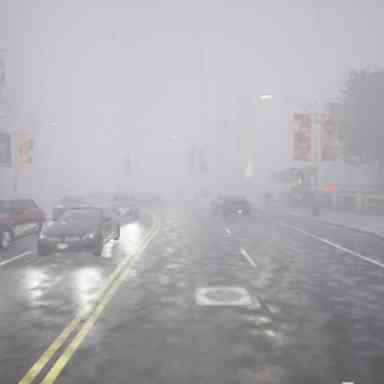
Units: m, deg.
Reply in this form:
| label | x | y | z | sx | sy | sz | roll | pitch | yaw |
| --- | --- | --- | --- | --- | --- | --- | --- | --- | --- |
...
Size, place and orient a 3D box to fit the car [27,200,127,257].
| label | x | y | z | sx | sy | sz | roll | pitch | yaw |
| --- | --- | --- | --- | --- | --- | --- | --- | --- | --- |
| car | -3.721 | 1.215 | 11.725 | 1.812 | 1.442 | 4.674 | 0 | 1 | -1 |

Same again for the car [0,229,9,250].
| label | x | y | z | sx | sy | sz | roll | pitch | yaw |
| --- | --- | --- | --- | --- | --- | --- | --- | --- | --- |
| car | -3.615 | 1.412 | 2.369 | 1.882 | 1.535 | 5.008 | 0 | 1 | -2 |

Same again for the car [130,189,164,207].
| label | x | y | z | sx | sy | sz | roll | pitch | yaw |
| --- | --- | --- | --- | --- | --- | --- | --- | --- | --- |
| car | -4.406 | 0.643 | 33.560 | 1.812 | 1.442 | 4.674 | -1 | 2 | -29 |

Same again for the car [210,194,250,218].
| label | x | y | z | sx | sy | sz | roll | pitch | yaw |
| --- | --- | --- | --- | --- | --- | --- | --- | --- | --- |
| car | 2.566 | 0.896 | 23.111 | 1.837 | 1.490 | 4.892 | 0 | 1 | -10 |

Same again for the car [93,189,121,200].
| label | x | y | z | sx | sy | sz | roll | pitch | yaw |
| --- | --- | --- | --- | --- | --- | --- | --- | --- | --- |
| car | -11.831 | 0.450 | 43.836 | 1.895 | 1.301 | 4.718 | -1 | 2 | -45 |

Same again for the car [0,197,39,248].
| label | x | y | z | sx | sy | sz | roll | pitch | yaw |
| --- | --- | --- | --- | --- | --- | --- | --- | --- | --- |
| car | -7.249 | 1.022 | 12.455 | 2.097 | 1.767 | 4.553 | 0 | 1 | -2 |

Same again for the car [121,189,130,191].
| label | x | y | z | sx | sy | sz | roll | pitch | yaw |
| --- | --- | --- | --- | --- | --- | --- | --- | --- | --- |
| car | -9.455 | 0.275 | 46.291 | 2.128 | 1.511 | 4.902 | -1 | 2 | -43 |

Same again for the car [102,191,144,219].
| label | x | y | z | sx | sy | sz | roll | pitch | yaw |
| --- | --- | --- | --- | --- | --- | --- | --- | --- | --- |
| car | -4.513 | 0.909 | 22.119 | 2.128 | 1.511 | 4.902 | 0 | 2 | -11 |

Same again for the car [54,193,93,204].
| label | x | y | z | sx | sy | sz | roll | pitch | yaw |
| --- | --- | --- | --- | --- | --- | --- | --- | --- | --- |
| car | -8.212 | 0.947 | 22.816 | 2.033 | 1.411 | 5.357 | 0 | 2 | -14 |
